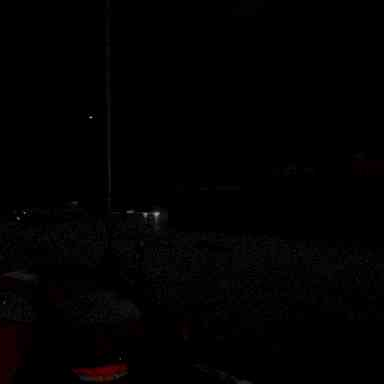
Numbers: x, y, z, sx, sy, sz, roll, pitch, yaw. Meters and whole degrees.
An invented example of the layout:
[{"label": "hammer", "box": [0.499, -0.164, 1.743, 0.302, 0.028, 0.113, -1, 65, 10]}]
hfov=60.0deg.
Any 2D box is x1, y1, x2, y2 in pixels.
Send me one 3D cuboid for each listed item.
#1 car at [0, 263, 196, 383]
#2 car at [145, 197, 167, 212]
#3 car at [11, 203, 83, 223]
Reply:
[{"label": "car", "box": [-1.900, 1.583, 4.190, 4.206, 1.307, 1.802, 0, -1, 36]}, {"label": "car", "box": [-2.902, 1.293, 35.471, 1.837, 1.490, 4.892, -1, 0, 36]}, {"label": "car", "box": [-10.675, 1.497, 24.710, 1.895, 1.301, 4.718, -1, 0, 36]}]
